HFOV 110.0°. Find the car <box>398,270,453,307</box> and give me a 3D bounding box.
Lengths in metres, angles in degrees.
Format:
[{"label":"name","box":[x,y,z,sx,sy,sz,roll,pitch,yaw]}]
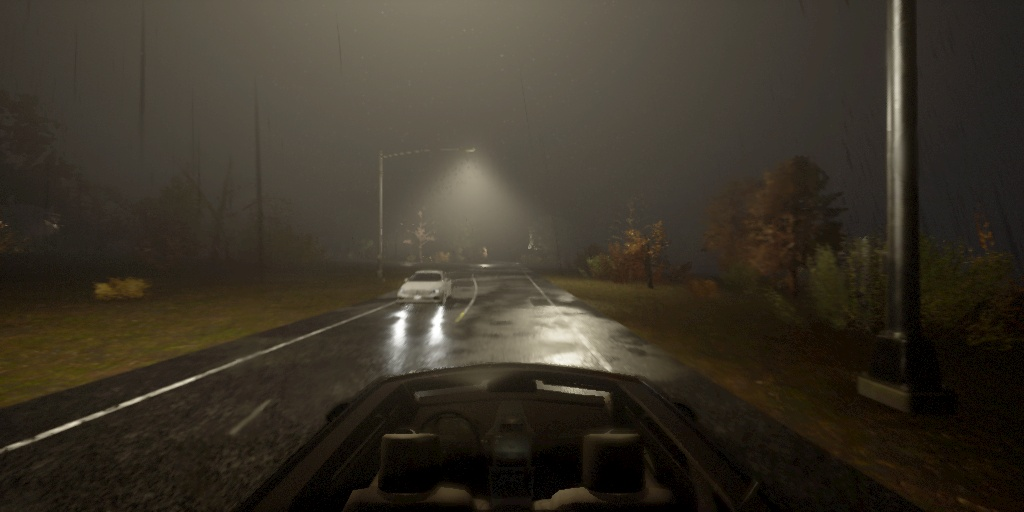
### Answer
[{"label":"car","box":[-3.792,1.373,16.393,1.812,1.442,4.674,0,0,-2]}]
